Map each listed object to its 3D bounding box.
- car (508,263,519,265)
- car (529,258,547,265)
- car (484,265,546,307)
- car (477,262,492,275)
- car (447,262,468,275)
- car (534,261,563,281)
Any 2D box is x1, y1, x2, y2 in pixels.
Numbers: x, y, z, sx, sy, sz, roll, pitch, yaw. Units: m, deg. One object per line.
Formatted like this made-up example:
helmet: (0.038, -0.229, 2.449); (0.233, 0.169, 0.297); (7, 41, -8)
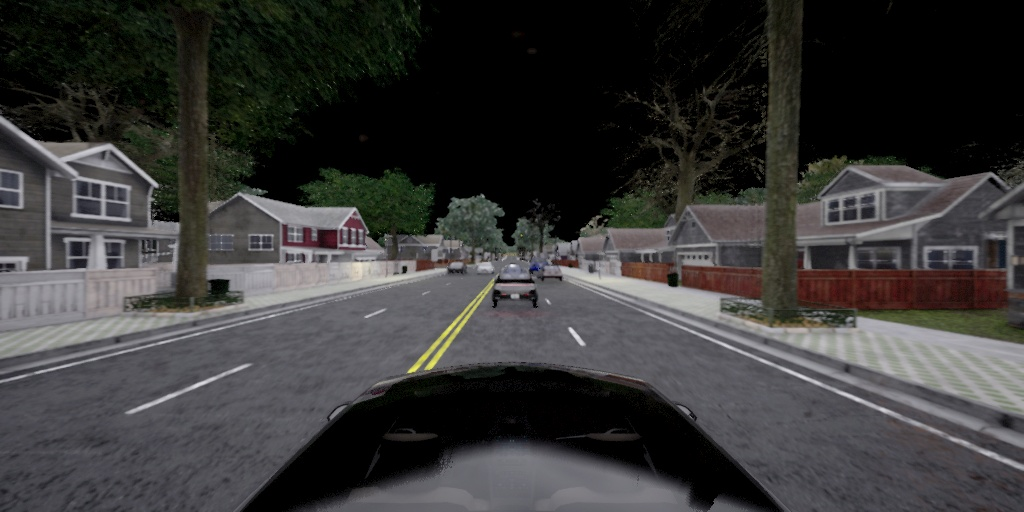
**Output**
car: (0.161, 1.499, 39.026); (2.033, 1.411, 5.357); (0, 0, 0)
car: (3.329, 1.213, 44.549); (2.150, 2.045, 5.566); (0, 0, 0)
car: (0.119, 1.318, 15.923); (2.128, 1.511, 4.902); (0, 0, 0)
car: (-3.183, 1.498, 44.224); (1.812, 1.442, 4.674); (0, 0, 0)
car: (-6.453, 1.433, 42.724); (1.882, 1.535, 5.008); (0, -1, 1)
car: (3.403, 1.471, 32.265); (2.033, 1.411, 5.357); (0, 0, 0)
